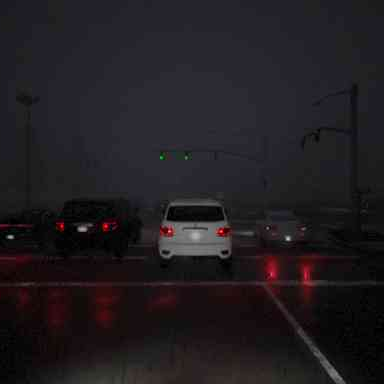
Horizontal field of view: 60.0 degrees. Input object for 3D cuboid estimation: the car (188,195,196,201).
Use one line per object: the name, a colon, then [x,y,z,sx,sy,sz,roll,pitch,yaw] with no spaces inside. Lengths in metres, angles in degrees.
car: [0.023,1.616,90.800,2.128,1.511,4.902,0,0,0]

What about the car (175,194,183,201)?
car: [-3.477,1.450,91.188,2.097,1.767,4.553,0,0,0]

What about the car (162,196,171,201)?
car: [-6.977,1.690,91.248,1.895,1.301,4.718,0,0,0]

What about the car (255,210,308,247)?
car: [3.907,1.543,15.030,1.812,1.442,4.674,0,0,6]

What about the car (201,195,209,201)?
car: [3.523,1.591,90.799,1.837,1.490,4.892,0,0,0]

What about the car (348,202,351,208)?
car: [23.417,1.576,44.647,4.674,1.442,1.812,0,0,1]

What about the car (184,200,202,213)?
car: [0.110,1.643,38.051,1.895,1.301,4.718,0,0,0]

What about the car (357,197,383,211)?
car: [23.224,1.398,41.156,4.553,1.767,2.097,0,0,1]

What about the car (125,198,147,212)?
car: [-6.889,1.524,41.186,1.882,1.535,5.008,0,0,0]

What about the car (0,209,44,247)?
car: [-6.898,1.509,15.121,2.128,1.511,4.902,0,0,0]

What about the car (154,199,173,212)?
car: [-3.390,1.609,40.144,1.994,1.385,4.181,0,0,0]

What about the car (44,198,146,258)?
car: [-3.401,1.239,13.045,2.150,2.045,5.566,0,0,0]

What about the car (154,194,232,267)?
car: [0.099,1.235,11.600,2.150,2.045,5.566,0,0,0]
